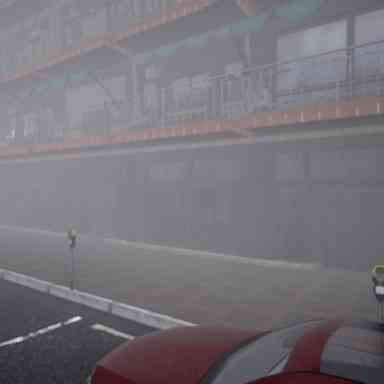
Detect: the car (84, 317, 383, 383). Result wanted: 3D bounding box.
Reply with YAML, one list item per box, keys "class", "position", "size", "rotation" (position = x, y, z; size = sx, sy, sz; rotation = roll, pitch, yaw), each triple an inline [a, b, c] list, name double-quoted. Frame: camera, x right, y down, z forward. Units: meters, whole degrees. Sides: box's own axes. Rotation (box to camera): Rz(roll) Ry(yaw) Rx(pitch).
- class: "car"
  position: [1.001, 1.580, 2.161]
  size: [4.206, 1.307, 1.802]
  rotation: [0, 0, 35]
